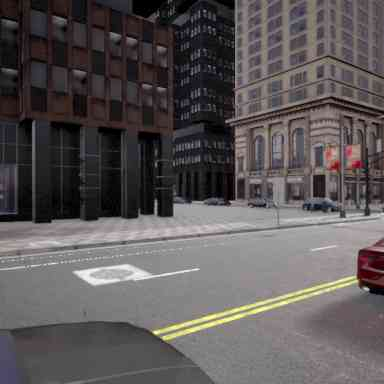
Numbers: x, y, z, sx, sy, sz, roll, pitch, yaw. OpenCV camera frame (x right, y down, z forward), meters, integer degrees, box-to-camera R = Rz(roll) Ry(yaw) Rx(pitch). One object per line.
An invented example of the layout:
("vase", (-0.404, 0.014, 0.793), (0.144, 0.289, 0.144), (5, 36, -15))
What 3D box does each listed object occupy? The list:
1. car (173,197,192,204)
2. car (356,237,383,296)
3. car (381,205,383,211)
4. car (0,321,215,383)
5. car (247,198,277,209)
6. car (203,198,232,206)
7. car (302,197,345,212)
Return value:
("car", (-2.118, 1.607, 62.157), (2.033, 1.411, 5.357), (0, 0, -35))
("car", (5.708, 1.477, 7.516), (5.008, 1.535, 1.882), (0, 0, -36))
("car", (22.292, 1.494, 34.254), (4.902, 1.511, 2.128), (0, 1, 27))
("car", (-2.306, 1.547, 1.799), (5.357, 1.411, 2.033), (0, 0, -35))
("car", (9.688, 1.525, 45.386), (2.128, 1.511, 4.902), (0, 0, -35))
("car", (3.995, 1.593, 53.451), (2.033, 1.411, 5.357), (0, 0, -35))
("car", (14.966, 1.376, 37.922), (2.097, 1.767, 4.553), (0, 0, -35))
